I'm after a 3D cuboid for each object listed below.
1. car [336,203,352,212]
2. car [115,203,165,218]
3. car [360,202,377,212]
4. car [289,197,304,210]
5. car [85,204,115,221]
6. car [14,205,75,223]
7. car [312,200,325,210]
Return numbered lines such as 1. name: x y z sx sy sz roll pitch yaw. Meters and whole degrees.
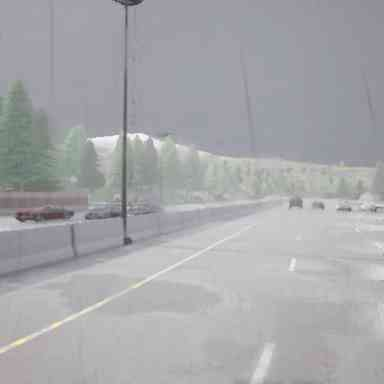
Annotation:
1. car: 23.013 2.251 50.426 1.895 1.301 4.718 0 -1 20
2. car: -3.842 1.693 27.340 2.128 1.511 4.902 0 -1 20
3. car: 26.726 2.211 50.429 1.812 1.442 4.674 0 -1 20
4. car: 17.697 1.871 56.368 2.150 2.045 5.566 0 -1 20
5. car: -7.193 1.739 28.364 1.994 1.385 4.181 0 -1 20
6. car: -11.611 1.713 26.476 1.895 1.301 4.718 0 -1 20
7. car: 21.228 2.170 55.861 2.128 1.511 4.902 0 -1 20
